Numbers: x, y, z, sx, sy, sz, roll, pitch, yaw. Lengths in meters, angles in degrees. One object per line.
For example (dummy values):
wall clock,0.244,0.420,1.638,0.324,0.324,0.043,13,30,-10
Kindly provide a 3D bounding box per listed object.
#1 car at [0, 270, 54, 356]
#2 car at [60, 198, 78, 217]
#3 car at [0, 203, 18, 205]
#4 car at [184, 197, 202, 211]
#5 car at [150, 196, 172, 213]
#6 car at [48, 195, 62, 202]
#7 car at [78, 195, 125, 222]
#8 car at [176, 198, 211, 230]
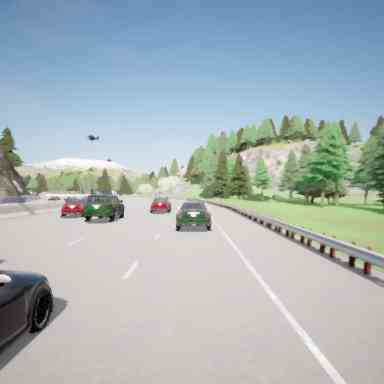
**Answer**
car,-3.401,1.563,4.141,1.994,1.385,4.181,0,0,0
car,-10.411,1.348,30.993,2.097,1.767,4.553,0,0,0
car,-21.132,1.345,38.800,2.097,1.767,4.553,0,0,0
car,0.045,1.487,41.996,2.128,1.511,4.902,0,0,-1
car,-3.418,1.347,37.449,2.097,1.767,4.553,0,0,0
car,-31.497,1.503,76.533,2.033,1.411,5.357,0,0,-10
car,-6.908,1.218,26.677,2.150,2.045,5.566,0,0,0
car,0.093,1.349,21.254,2.097,1.767,4.553,0,0,0
